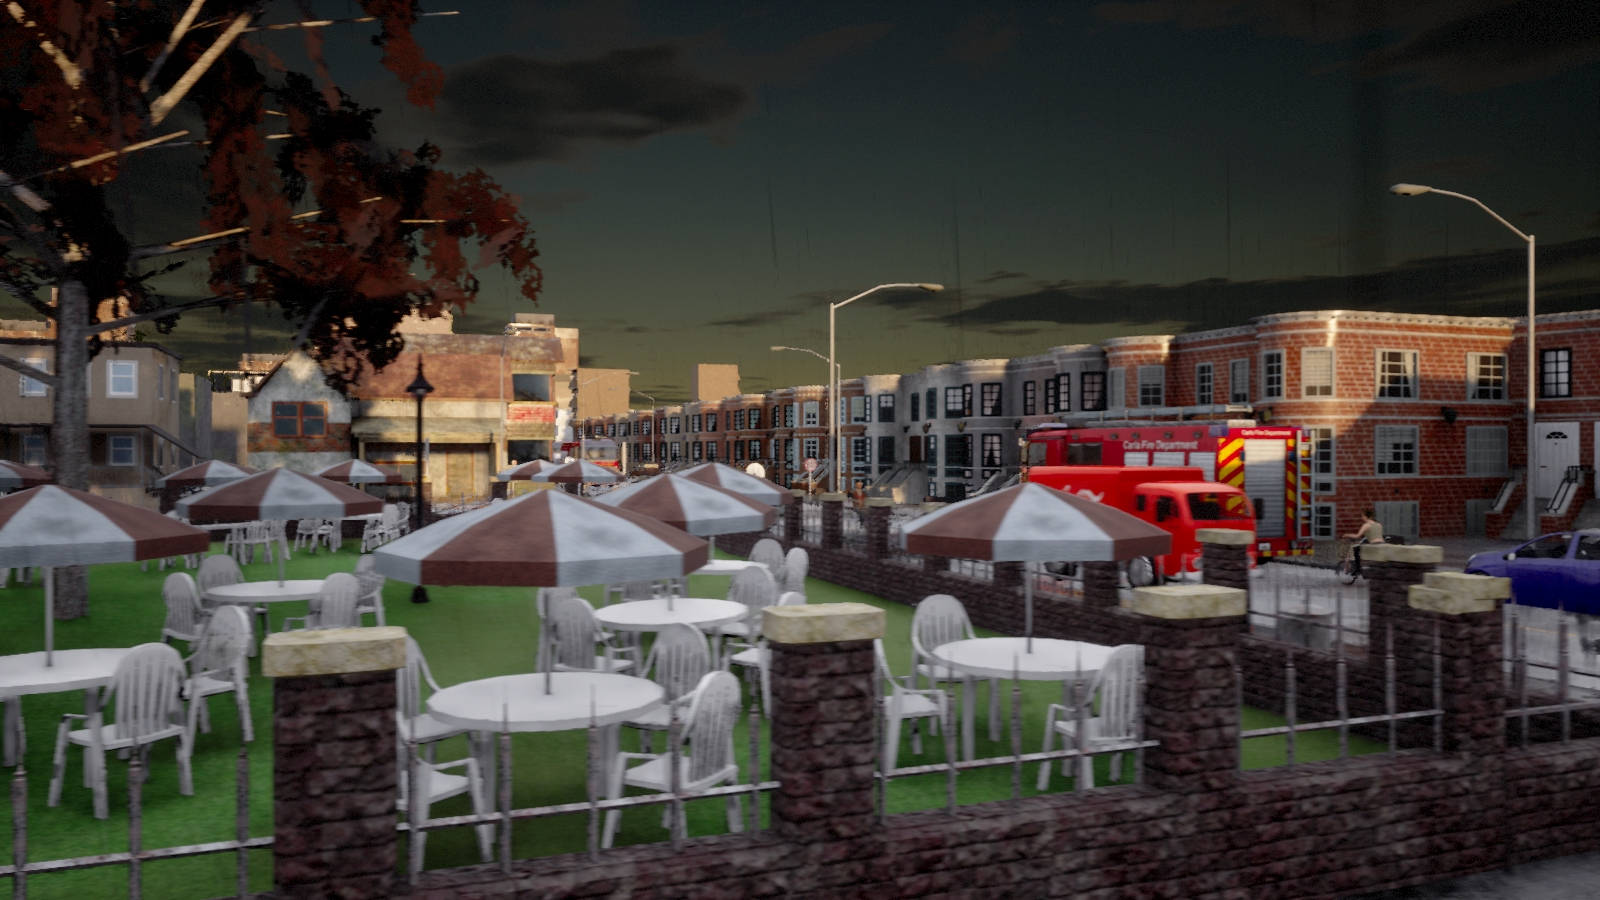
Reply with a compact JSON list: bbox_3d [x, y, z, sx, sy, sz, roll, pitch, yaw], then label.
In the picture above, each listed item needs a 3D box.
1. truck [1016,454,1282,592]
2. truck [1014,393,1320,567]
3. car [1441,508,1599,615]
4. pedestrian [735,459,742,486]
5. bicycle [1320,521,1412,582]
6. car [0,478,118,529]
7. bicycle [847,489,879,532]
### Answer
[{"bbox_3d":[6.993,1.344,23.650,2.627,2.467,5.204,0,0,-21],"label":"truck"},{"bbox_3d":[9.066,0.668,29.651,2.891,3.827,8.468,0,0,-21],"label":"truck"},{"bbox_3d":[12.923,1.815,18.983,1.845,1.501,3.633,0,0,-21],"label":"car"},{"bbox_3d":[-4.172,1.524,77.914,0.375,1.860,0.375,0,0,-26],"label":"pedestrian"},{"bbox_3d":[11.432,2.034,23.116,0.859,1.080,1.487,0,0,-20],"label":"bicycle"},{"bbox_3d":[-25.445,1.782,38.469,3.988,1.617,1.851,0,0,-20],"label":"car"},{"bbox_3d":[2.016,1.939,36.928,0.329,1.271,1.835,0,0,-20],"label":"bicycle"}]
